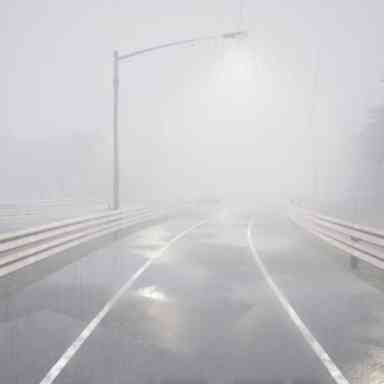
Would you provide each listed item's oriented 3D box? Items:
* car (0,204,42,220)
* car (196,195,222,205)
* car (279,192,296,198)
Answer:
[{"bbox_3d":[-15.585,1.727,28.662,1.882,1.535,5.008,0,1,42],"label":"car"},{"bbox_3d":[2.442,1.141,48.949,1.812,1.442,4.674,0,2,42],"label":"car"},{"bbox_3d":[19.724,0.552,68.399,1.895,1.301,4.718,0,2,42],"label":"car"}]
